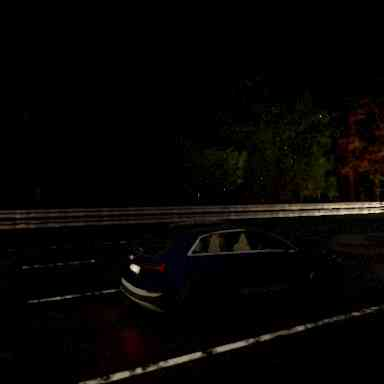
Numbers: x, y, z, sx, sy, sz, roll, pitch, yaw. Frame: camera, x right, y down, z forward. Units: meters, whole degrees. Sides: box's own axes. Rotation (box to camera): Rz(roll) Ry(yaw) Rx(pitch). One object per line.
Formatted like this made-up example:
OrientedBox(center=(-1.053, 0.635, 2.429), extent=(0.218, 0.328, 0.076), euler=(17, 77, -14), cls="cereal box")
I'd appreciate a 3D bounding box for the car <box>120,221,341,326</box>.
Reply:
OrientedBox(center=(0.962, 1.431, 7.012), extent=(4.856, 1.649, 2.033), euler=(0, 0, -28), cls="car")
